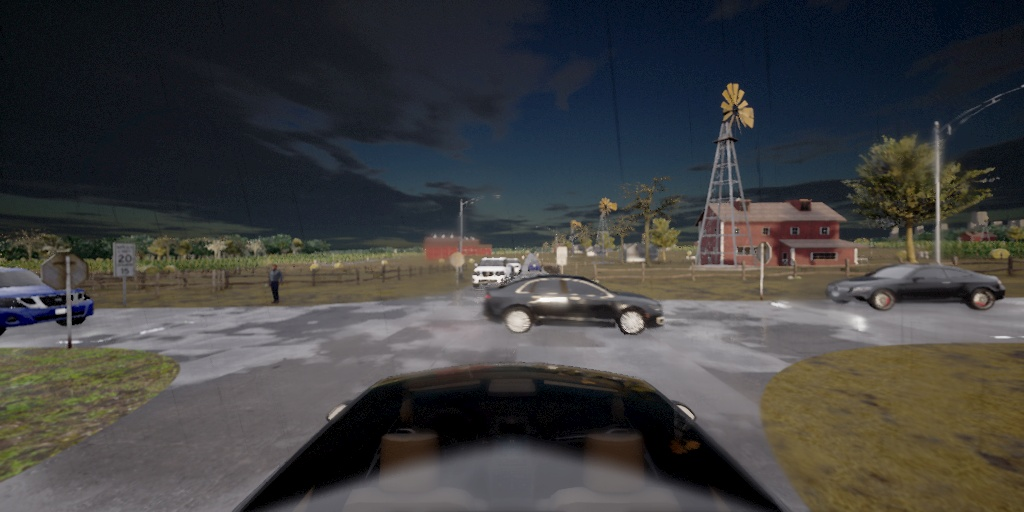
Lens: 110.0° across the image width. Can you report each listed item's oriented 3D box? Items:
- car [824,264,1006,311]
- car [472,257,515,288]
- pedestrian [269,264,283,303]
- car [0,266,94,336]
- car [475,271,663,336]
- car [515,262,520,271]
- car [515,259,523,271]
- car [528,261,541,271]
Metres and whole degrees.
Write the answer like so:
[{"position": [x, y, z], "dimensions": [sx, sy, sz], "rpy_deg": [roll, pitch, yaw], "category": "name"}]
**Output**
[{"position": [13.533, 1.011, 12.218], "dimensions": [4.674, 1.442, 1.812], "rpy_deg": [-1, 1, 5], "category": "car"}, {"position": [-1.298, 1.119, 25.414], "dimensions": [2.150, 2.045, 5.566], "rpy_deg": [0, 0, 5], "category": "car"}, {"position": [-11.085, 1.277, 16.810], "dimensions": [0.375, 1.860, 0.375], "rpy_deg": [0, 2, 4], "category": "pedestrian"}, {"position": [-16.564, 1.357, 11.178], "dimensions": [5.566, 2.045, 2.150], "rpy_deg": [0, 1, 4], "category": "car"}, {"position": [1.619, 1.290, 10.025], "dimensions": [4.892, 1.490, 1.837], "rpy_deg": [0, 0, 4], "category": "car"}, {"position": [-0.628, 1.541, 35.645], "dimensions": [2.033, 1.411, 5.357], "rpy_deg": [0, -1, 4], "category": "car"}, {"position": [-0.010, 1.337, 45.859], "dimensions": [2.150, 2.045, 5.566], "rpy_deg": [0, -1, 4], "category": "car"}, {"position": [3.705, 1.658, 58.716], "dimensions": [2.097, 1.767, 4.553], "rpy_deg": [0, -1, 3], "category": "car"}]
